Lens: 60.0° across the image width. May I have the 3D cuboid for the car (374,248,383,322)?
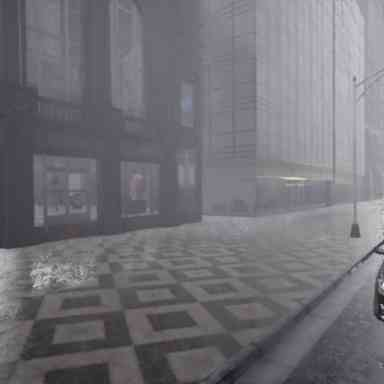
[{"bbox_3d":[4.876,1.484,6.500,2.128,1.511,4.902,0,0,37],"label":"car"}]
